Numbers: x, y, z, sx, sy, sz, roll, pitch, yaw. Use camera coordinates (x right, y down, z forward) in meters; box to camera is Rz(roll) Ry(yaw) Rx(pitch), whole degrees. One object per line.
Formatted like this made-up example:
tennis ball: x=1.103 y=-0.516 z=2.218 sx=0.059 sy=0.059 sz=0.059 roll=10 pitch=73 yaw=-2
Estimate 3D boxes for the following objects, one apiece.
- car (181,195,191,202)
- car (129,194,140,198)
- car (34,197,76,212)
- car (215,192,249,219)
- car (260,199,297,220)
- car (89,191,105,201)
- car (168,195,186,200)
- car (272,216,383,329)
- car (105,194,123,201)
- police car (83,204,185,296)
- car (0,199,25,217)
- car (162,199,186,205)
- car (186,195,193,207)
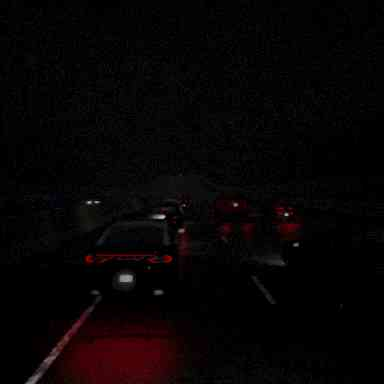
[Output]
car: x=-1.156 y=1.226 z=63.577 sx=1.994 sy=1.385 sz=4.181 roll=0 pitch=0 yaw=-1
car: x=-11.743 y=1.105 z=68.392 sx=1.837 sy=1.490 sz=4.892 roll=0 pitch=0 yaw=-1
car: x=-11.112 y=1.205 z=27.293 sx=1.882 sy=1.535 sz=5.008 roll=0 pitch=0 yaw=-1
car: x=3.102 y=1.020 z=26.674 sx=2.150 sy=2.045 sz=5.566 roll=0 pitch=0 yaw=-1
car: x=6.615 y=1.324 z=25.843 sx=1.837 sy=1.490 sz=4.892 roll=0 pitch=0 yaw=-1
car: x=-18.698 y=0.799 z=65.857 sx=2.150 sy=2.045 sz=5.566 roll=0 pitch=0 yaw=-1
car: x=-1.515 y=1.243 z=24.658 sx=1.801 sy=1.575 sz=5.366 roll=0 pitch=0 yaw=-1
car: x=3.452 y=1.491 z=6.967 sx=2.033 sy=1.411 sz=5.357 roll=0 pitch=0 yaw=-1
car: x=-15.215 y=1.134 z=66.688 sx=2.033 sy=1.411 sz=5.357 roll=0 pitch=0 yaw=-1
police car: x=-1.229 y=1.333 z=8.568 sx=1.930 sy=1.638 sz=5.238 roll=0 pitch=0 yaw=-1
car: x=-14.581 y=1.244 z=25.523 sx=1.812 sy=1.442 sz=4.674 roll=0 pitch=0 yaw=-1
car: x=-1.405 y=1.354 z=18.465 sx=1.812 sy=1.442 sz=4.674 roll=0 pitch=0 yaw=-1
car: x=-0.805 y=1.255 z=44.658 sx=2.033 sy=1.411 sz=5.357 roll=0 pitch=0 yaw=-1
